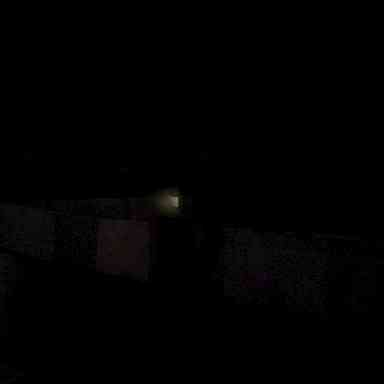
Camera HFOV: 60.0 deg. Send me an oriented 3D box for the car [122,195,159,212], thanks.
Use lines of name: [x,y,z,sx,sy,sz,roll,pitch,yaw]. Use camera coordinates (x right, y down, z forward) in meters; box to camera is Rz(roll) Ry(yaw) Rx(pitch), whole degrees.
car: [-5.129,1.150,30.625,2.097,1.767,4.553,-2,-1,35]
